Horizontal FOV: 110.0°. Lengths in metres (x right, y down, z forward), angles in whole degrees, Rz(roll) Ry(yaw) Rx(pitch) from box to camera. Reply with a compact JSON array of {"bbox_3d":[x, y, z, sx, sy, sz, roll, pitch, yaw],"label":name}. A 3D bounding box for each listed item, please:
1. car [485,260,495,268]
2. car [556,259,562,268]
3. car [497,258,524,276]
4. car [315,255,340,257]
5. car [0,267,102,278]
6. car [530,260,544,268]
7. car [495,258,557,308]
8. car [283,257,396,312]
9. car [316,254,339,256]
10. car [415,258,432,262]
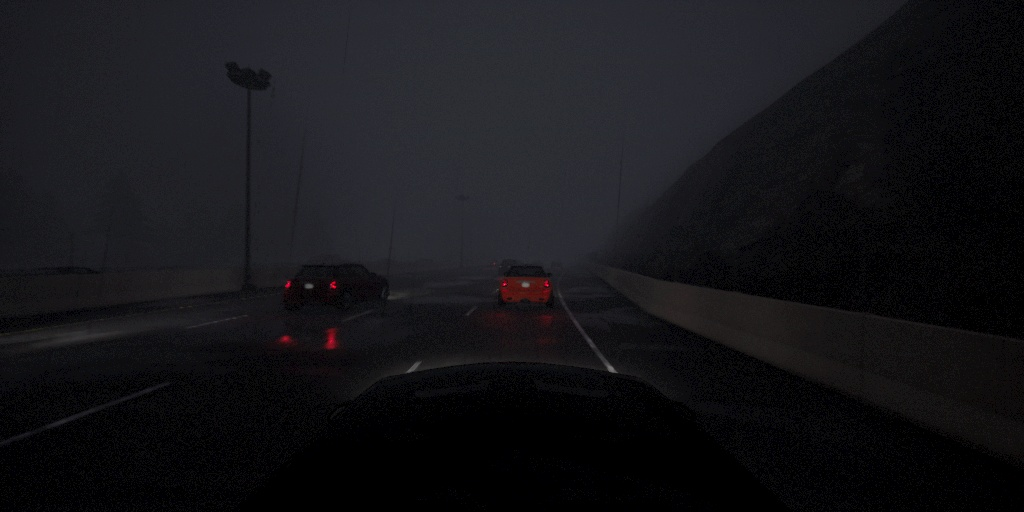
[{"bbox_3d":[-3.083,1.320,61.283,1.895,1.301,4.718,1,0,10],"label":"car"},{"bbox_3d":[7.950,1.318,63.682,2.128,1.511,4.902,1,0,10],"label":"car"},{"bbox_3d":[-0.035,1.101,37.401,2.097,1.767,4.553,1,0,9],"label":"car"},{"bbox_3d":[-23.314,1.013,47.831,2.128,1.511,4.902,1,0,10],"label":"car"},{"bbox_3d":[-20.584,1.150,15.951,1.895,1.301,4.718,1,0,4],"label":"car"},{"bbox_3d":[4.447,1.356,63.934,1.994,1.385,4.181,1,0,10],"label":"car"},{"bbox_3d":[0.660,1.108,15.557,2.097,1.767,4.553,1,0,4],"label":"car"},{"bbox_3d":[-6.583,1.038,14.019,2.097,1.767,4.553,1,0,4],"label":"car"},{"bbox_3d":[-26.388,0.715,50.473,2.150,2.045,5.566,1,0,10],"label":"car"},{"bbox_3d":[-14.375,1.088,58.384,1.882,1.535,5.008,1,0,10],"label":"car"}]
